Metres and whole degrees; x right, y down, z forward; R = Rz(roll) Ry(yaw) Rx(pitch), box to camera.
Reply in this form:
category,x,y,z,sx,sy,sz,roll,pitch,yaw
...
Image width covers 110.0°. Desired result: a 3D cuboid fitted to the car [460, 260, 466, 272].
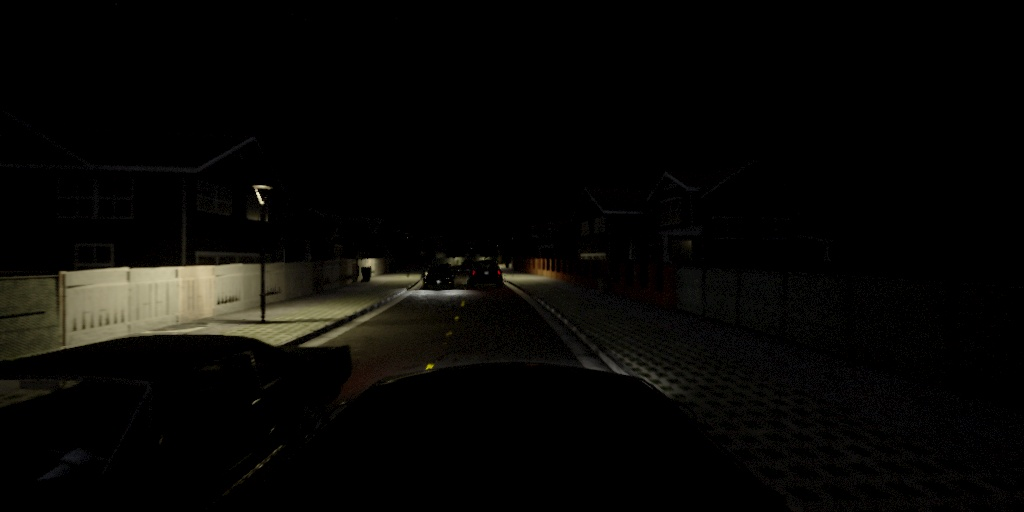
category,x,y,z,sx,sy,sz,roll,pitch,yaw
car,-5.150,1.180,43.521,1.837,1.490,4.892,0,0,-7

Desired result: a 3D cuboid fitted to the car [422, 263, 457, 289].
category,x,y,z,sx,sy,sz,roll,pitch,yaw
car,-4.615,1.228,23.057,1.837,1.490,4.892,0,0,-9

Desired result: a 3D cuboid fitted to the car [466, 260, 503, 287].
category,x,y,z,sx,sy,sz,roll,pitch,yaw
car,-1.853,1.073,24.114,2.097,1.767,4.553,0,0,-8

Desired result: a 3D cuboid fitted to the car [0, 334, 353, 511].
category,x,y,z,sx,sy,sz,roll,pitch,yaw
car,-2.951,1.356,2.372,1.895,1.301,4.718,0,0,-1
